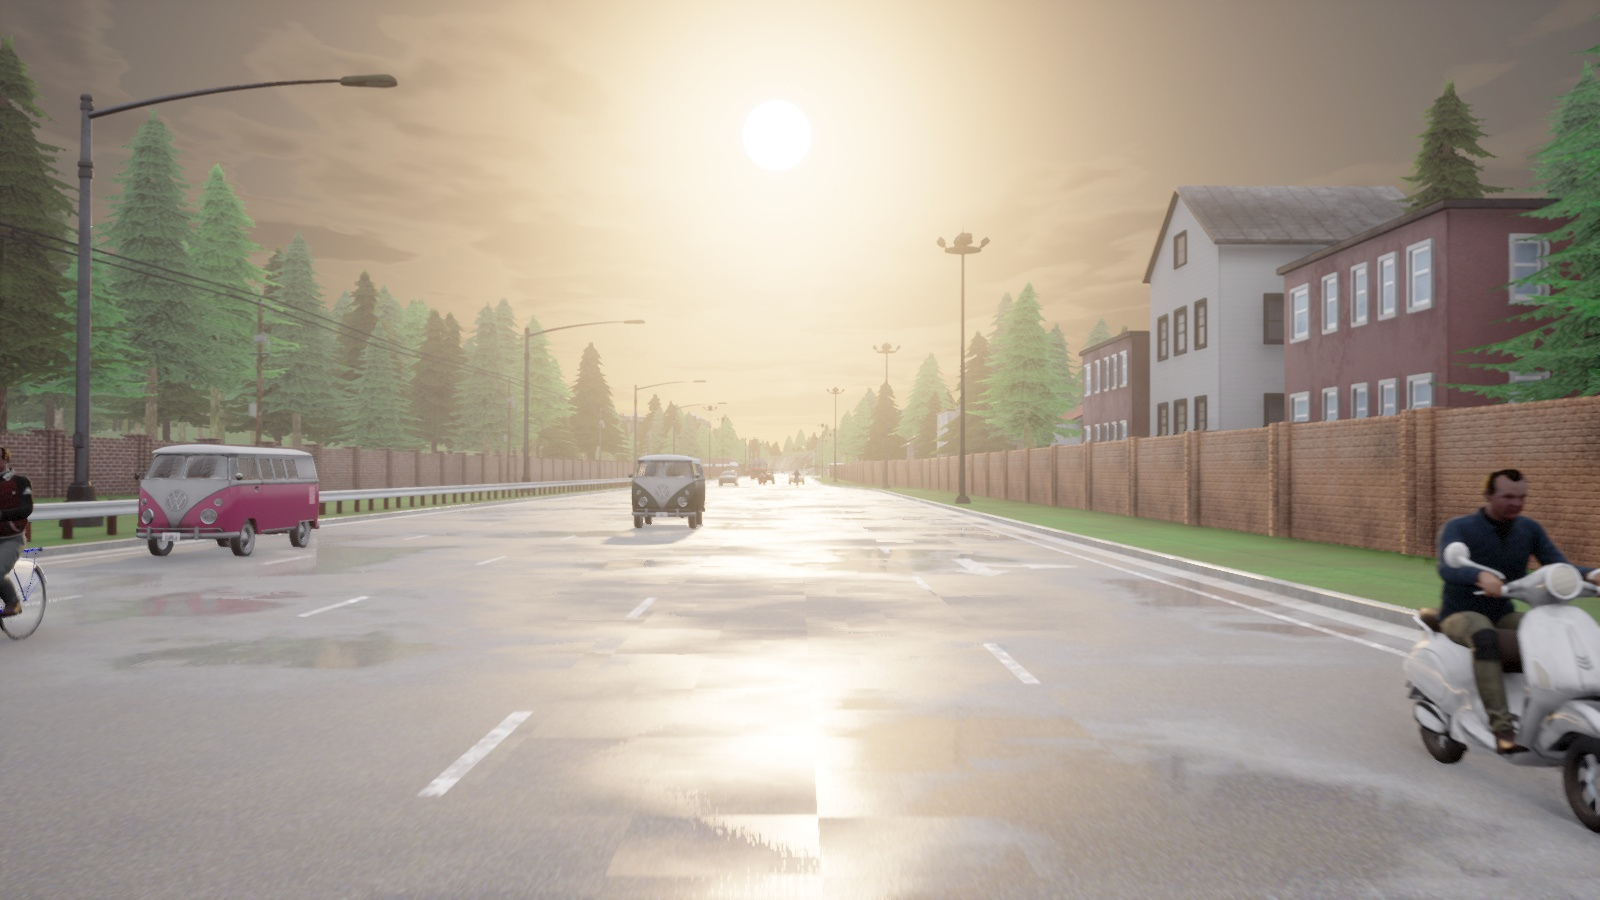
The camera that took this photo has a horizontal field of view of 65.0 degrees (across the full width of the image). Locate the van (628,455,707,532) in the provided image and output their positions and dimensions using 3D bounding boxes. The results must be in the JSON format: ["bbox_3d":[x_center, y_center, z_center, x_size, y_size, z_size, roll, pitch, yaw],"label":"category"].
[{"bbox_3d":[-3.594,1.161,34.780,1.775,1.987,4.442,0,-1,-1],"label":"van"}]

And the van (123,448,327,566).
[{"bbox_3d":[-10.558,1.000,23.438,1.775,1.987,4.442,0,-1,0],"label":"van"}]

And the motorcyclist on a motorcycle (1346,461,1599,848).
[{"bbox_3d":[3.485,0.855,6.087,0.866,1.590,1.817,0,-1,0],"label":"motorcyclist on a motorcycle"}]

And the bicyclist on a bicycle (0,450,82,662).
[{"bbox_3d":[-7.027,0.893,10.789,0.659,1.776,1.843,0,-1,0],"label":"bicyclist on a bicycle"}]
